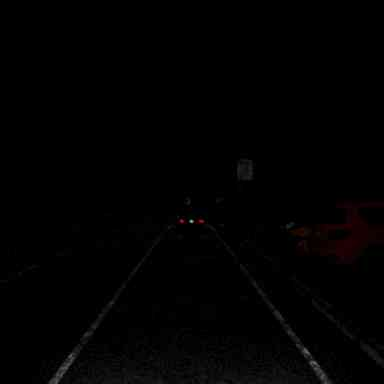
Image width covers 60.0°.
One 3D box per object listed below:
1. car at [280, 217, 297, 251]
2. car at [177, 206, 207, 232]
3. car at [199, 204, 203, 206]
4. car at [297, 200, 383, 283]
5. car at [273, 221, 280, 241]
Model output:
[{"bbox_3d":[6.145,1.558,12.311,5.008,1.535,2.097,0,-1,-1],"label":"car"},{"bbox_3d":[-0.041,1.900,22.563,2.033,1.411,5.357,0,-2,0],"label":"car"},{"bbox_3d":[-0.085,2.424,39.561,2.128,1.511,4.902,0,-2,1],"label":"car"},{"bbox_3d":[6.214,1.272,9.397,5.566,2.045,2.435,0,0,-1],"label":"car"},{"bbox_3d":[6.124,1.470,15.348,4.553,1.767,2.185,0,-1,-1],"label":"car"}]
